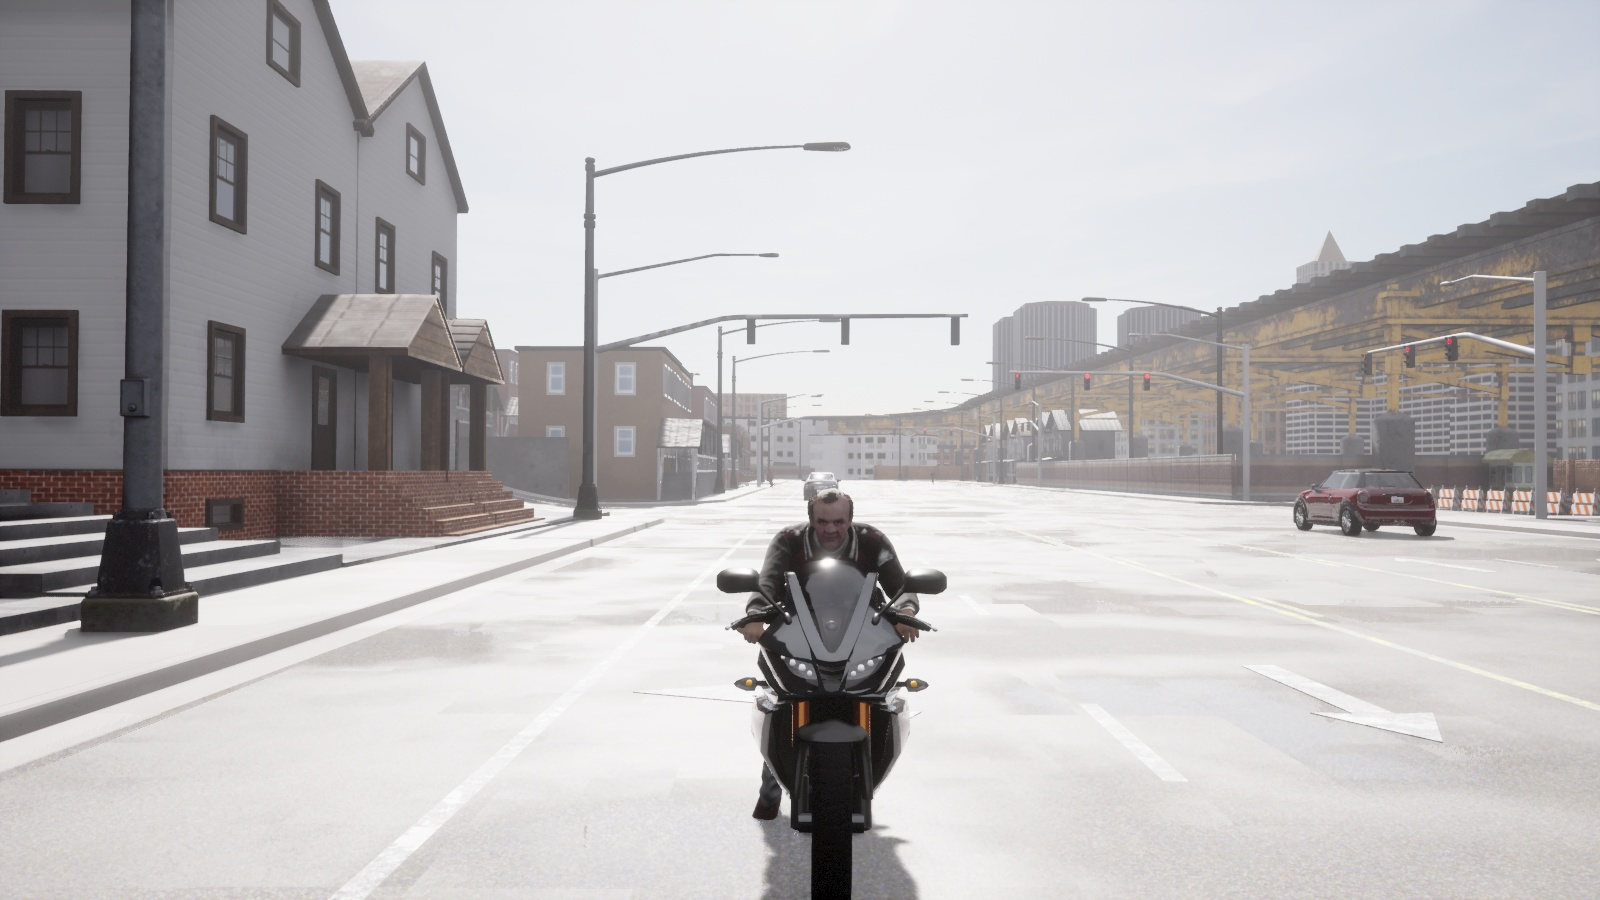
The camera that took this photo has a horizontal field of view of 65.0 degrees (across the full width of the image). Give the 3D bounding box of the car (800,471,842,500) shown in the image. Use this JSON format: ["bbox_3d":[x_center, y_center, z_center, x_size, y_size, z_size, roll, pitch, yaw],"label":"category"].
[{"bbox_3d":[1.191,1.906,68.064,2.128,1.511,4.902,0,-1,2],"label":"car"}]

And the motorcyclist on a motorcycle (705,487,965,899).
[{"bbox_3d":[0.135,0.938,5.312,0.866,1.530,2.191,0,-1,1],"label":"motorcyclist on a motorcycle"}]

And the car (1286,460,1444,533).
[{"bbox_3d":[14.574,1.162,32.692,2.097,1.767,4.553,0,-1,1],"label":"car"}]
